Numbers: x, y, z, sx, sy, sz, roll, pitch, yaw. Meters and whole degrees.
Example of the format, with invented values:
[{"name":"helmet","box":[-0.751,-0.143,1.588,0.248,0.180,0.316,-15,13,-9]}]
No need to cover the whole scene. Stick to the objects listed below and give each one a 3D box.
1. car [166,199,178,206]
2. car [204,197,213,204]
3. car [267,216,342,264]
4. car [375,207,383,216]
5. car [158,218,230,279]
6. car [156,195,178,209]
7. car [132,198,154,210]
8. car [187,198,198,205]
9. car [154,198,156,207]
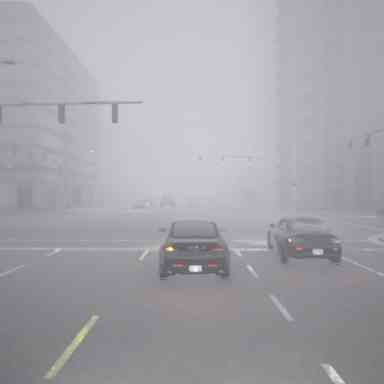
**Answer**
[{"name":"car","box":[-3.552,1.866,60.104,1.895,1.301,4.718,0,0,1]},{"name":"car","box":[3.502,1.816,71.485,1.837,1.490,4.892,0,0,0]},{"name":"car","box":[3.860,1.579,11.931,1.812,1.442,4.674,0,0,5]},{"name":"car","box":[20.845,1.691,32.251,5.357,1.411,2.033,0,0,1]},{"name":"car","box":[0.010,1.551,10.226,1.837,1.490,4.892,0,0,-2]},{"name":"car","box":[-3.604,1.442,50.132,2.150,2.045,5.566,0,0,1]},{"name":"car","box":[-7.099,1.754,46.890,2.033,1.411,5.357,0,0,0]},{"name":"car","box":[0.091,1.853,65.620,1.994,1.385,4.181,0,0,0]},{"name":"car","box":[-7.072,1.727,56.714,1.882,1.535,5.008,0,0,0]}]
